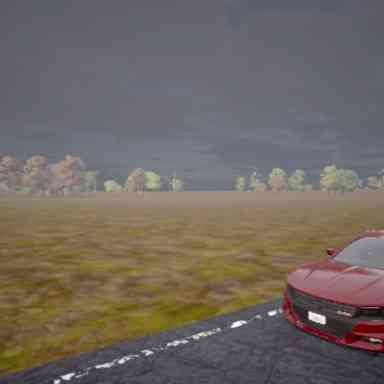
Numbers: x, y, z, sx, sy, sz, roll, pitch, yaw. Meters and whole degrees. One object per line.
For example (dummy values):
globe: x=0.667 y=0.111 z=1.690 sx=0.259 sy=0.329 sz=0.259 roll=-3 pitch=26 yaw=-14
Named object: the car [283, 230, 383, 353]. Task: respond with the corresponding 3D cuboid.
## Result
car: x=3.765 y=1.470 z=6.060 sx=5.008 sy=1.535 sz=1.882 roll=0 pitch=0 yaw=-35
